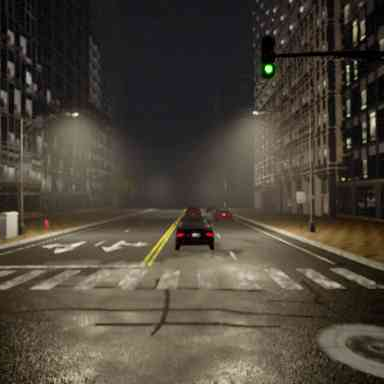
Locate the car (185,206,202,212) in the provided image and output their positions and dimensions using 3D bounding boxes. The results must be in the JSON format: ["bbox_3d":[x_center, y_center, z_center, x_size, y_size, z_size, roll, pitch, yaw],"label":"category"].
[{"bbox_3d":[0.158,2.451,40.155,1.882,1.535,5.008,-1,-1,0],"label":"car"}]

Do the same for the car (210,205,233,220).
[{"bbox_3d":[3.402,2.441,37.456,1.994,1.385,4.181,-1,-1,0],"label":"car"}]

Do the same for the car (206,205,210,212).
[{"bbox_3d":[3.425,3.025,59.831,1.895,1.301,4.718,-1,-1,0],"label":"car"}]

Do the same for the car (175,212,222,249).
[{"bbox_3d":[0.122,1.939,16.613,2.033,1.411,5.357,-1,-1,0],"label":"car"}]
